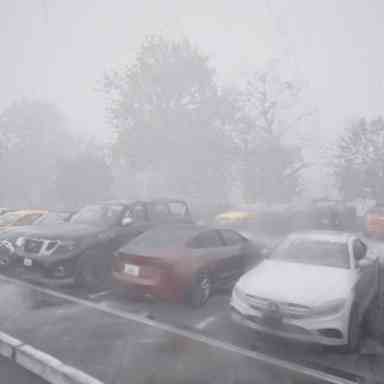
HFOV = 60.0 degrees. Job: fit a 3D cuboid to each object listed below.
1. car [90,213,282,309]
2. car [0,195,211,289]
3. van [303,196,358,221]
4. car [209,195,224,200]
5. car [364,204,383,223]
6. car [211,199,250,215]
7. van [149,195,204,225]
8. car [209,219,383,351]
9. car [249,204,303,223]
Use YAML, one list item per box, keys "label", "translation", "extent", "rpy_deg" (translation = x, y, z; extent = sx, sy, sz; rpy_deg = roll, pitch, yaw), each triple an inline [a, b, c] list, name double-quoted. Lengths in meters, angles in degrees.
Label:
- label: "car"
  translation: [0.227, 1.509, 8.138]
  extent: [2.163, 1.488, 4.792]
  rpy_deg: [0, 0, 36]
- label: "car"
  translation: [-2.066, 1.223, 9.704]
  extent: [2.435, 2.045, 5.566]
  rpy_deg: [0, 0, 36]
- label: "van"
  translation: [8.045, 1.254, 18.735]
  extent: [1.878, 1.987, 4.442]
  rpy_deg: [0, 0, 36]
- label: "car"
  translation: [1.232, 1.221, 23.490]
  extent: [2.435, 2.045, 5.566]
  rpy_deg: [0, 0, 36]
- label: "car"
  translation: [10.213, 1.359, 17.005]
  extent: [2.185, 1.767, 4.553]
  rpy_deg: [0, 0, 36]
- label: "car"
  translation: [3.362, 1.468, 21.708]
  extent: [1.946, 1.575, 5.366]
  rpy_deg: [0, 0, 36]
- label: "van"
  translation: [-1.069, 1.258, 25.243]
  extent: [1.878, 1.987, 4.442]
  rpy_deg: [0, 0, 36]
- label: "car"
  translation: [2.470, 1.524, 6.503]
  extent: [2.002, 1.452, 4.674]
  rpy_deg: [0, 0, 36]
- label: "car"
  translation: [5.718, 1.476, 20.245]
  extent: [2.231, 1.521, 4.892]
  rpy_deg: [0, 0, 36]
